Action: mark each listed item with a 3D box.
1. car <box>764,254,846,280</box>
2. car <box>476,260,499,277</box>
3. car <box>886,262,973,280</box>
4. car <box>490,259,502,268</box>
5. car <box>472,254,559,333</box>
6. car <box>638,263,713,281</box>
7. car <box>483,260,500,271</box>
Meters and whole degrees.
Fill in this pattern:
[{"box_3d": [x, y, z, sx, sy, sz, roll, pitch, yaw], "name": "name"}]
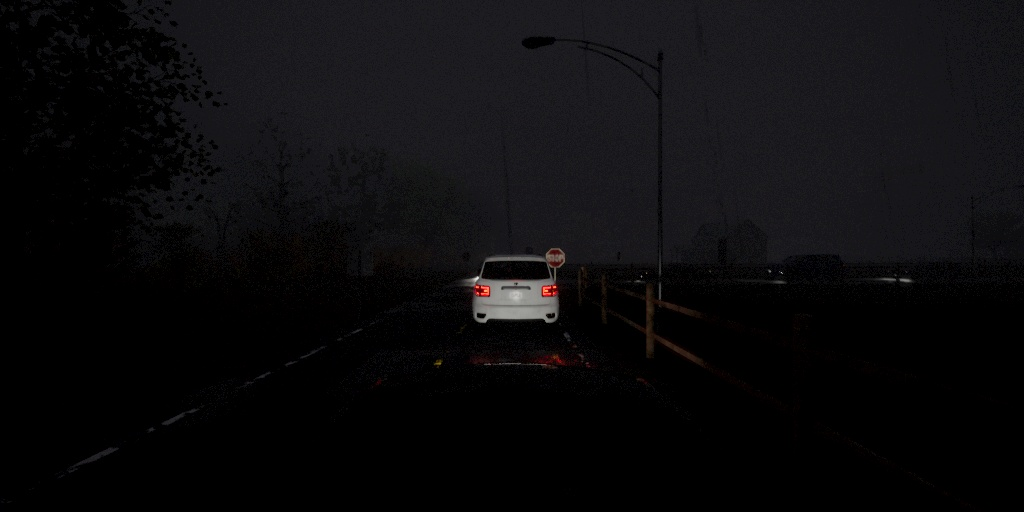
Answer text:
[{"box_3d": [23.419, 0.872, 28.772, 5.566, 2.045, 2.150, 0, 0, -1], "name": "car"}, {"box_3d": [-2.535, 1.229, 36.665, 2.128, 1.511, 4.902, 0, 0, -4], "name": "car"}, {"box_3d": [33.646, 1.153, 28.930, 5.357, 1.411, 2.033, 0, 0, 0], "name": "car"}, {"box_3d": [-2.786, 1.222, 62.106, 1.812, 1.442, 4.674, 0, 0, 1], "name": "car"}, {"box_3d": [0.098, 0.971, 10.831, 2.150, 2.045, 5.566, 0, 0, 0], "name": "car"}, {"box_3d": [12.993, 1.243, 28.620, 5.357, 1.411, 2.033, 0, 0, 0], "name": "car"}, {"box_3d": [-2.822, 1.266, 50.277, 2.033, 1.411, 5.357, 0, 0, 0], "name": "car"}]
